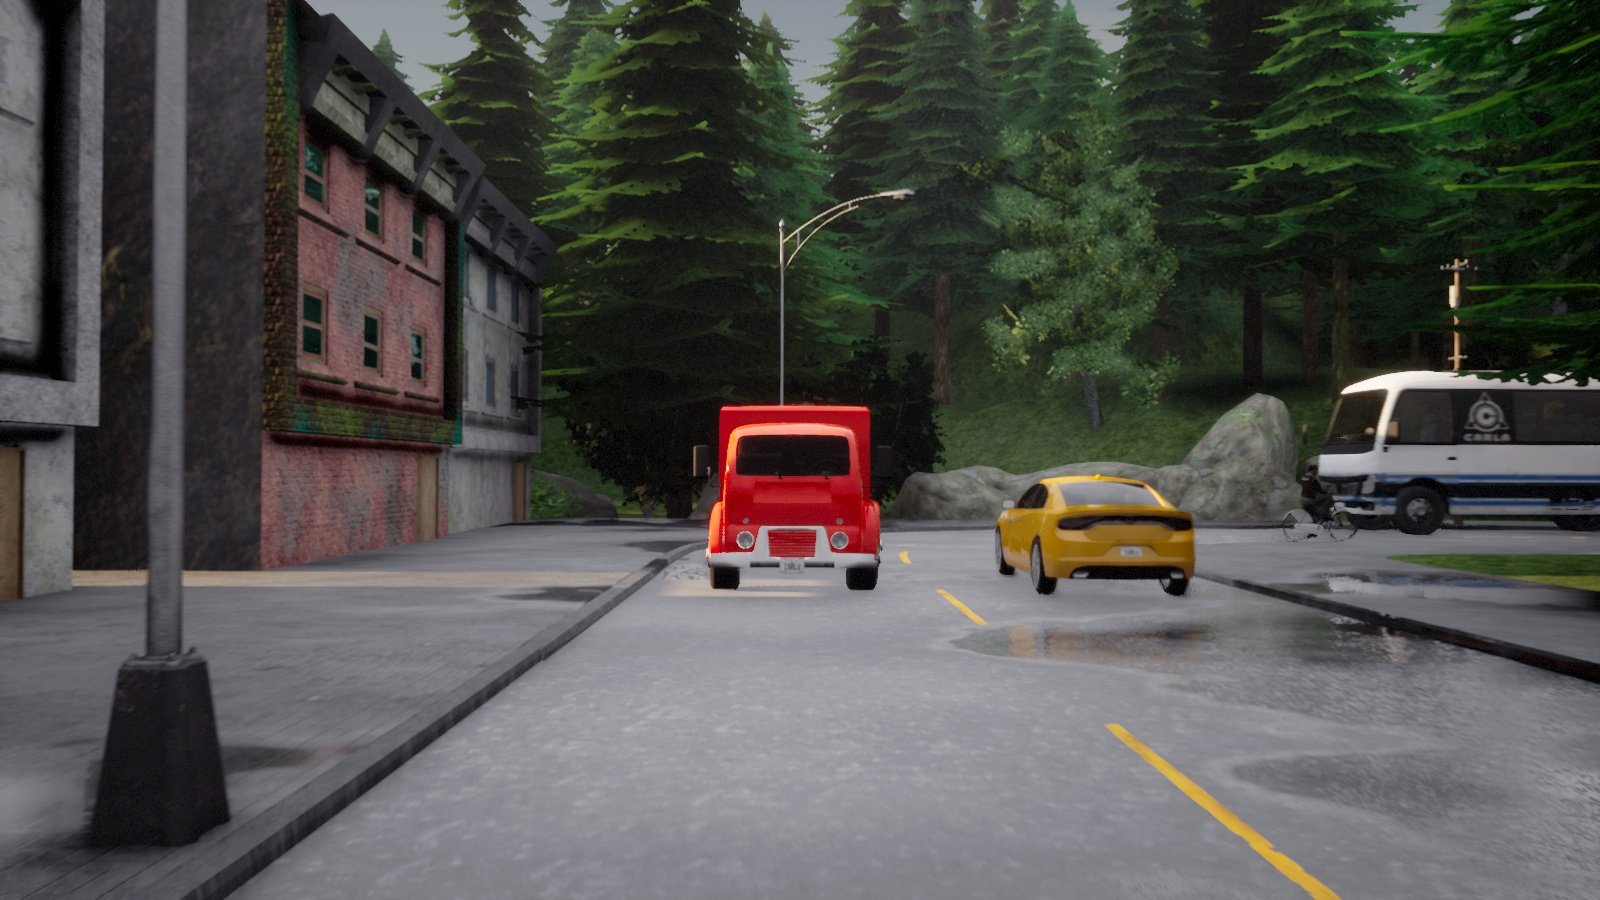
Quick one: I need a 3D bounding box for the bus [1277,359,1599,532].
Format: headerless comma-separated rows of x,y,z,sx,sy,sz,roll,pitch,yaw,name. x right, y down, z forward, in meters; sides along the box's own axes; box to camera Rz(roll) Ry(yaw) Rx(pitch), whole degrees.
18.430,-0.083,32.985,10.273,4.253,3.944,0,-1,0,bus

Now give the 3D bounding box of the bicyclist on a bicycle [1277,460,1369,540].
11.895,1.116,28.574,1.843,1.776,0.659,0,0,-9,bicyclist on a bicycle

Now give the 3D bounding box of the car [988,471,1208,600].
3.958,1.072,17.629,1.882,1.535,5.008,0,-1,0,car

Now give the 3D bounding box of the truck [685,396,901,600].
-0.066,0.628,17.934,2.627,2.467,5.204,0,-1,0,truck
